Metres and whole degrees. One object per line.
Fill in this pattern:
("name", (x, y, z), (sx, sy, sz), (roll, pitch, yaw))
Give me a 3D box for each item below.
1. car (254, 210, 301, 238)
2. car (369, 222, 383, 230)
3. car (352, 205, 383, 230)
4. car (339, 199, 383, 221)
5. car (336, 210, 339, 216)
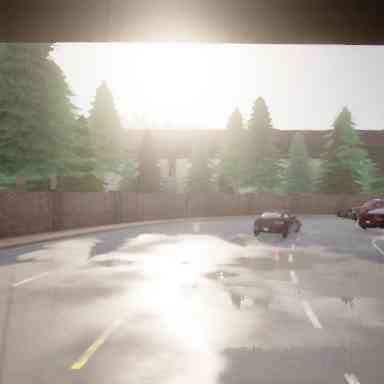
("car", (5.039, 1.796, 19.492), (1.812, 1.442, 4.674), (0, -1, 30))
("car", (3.925, 1.407, 3.339), (2.097, 1.767, 4.553), (0, -1, 5))
("car", (13.485, 1.806, 22.422), (5.008, 1.535, 1.882), (1, -2, -27))
("car", (16.904, 1.662, 30.327), (5.566, 2.045, 2.150), (0, -1, -7))
("car", (17.272, 2.089, 33.910), (4.718, 1.301, 1.895), (0, -1, -5))
